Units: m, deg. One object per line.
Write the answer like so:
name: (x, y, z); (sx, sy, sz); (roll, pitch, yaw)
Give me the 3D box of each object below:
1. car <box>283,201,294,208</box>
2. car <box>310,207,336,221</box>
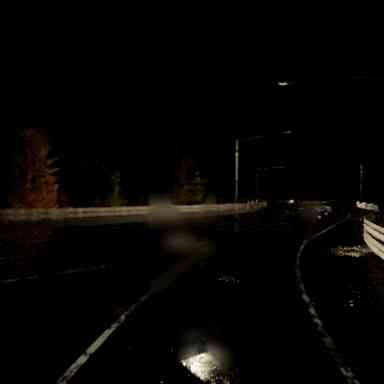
car: (20.566, 2.597, 70.624); (2.128, 1.511, 4.902); (1, -1, 10)
car: (13.414, 2.155, 33.924); (1.895, 1.301, 4.718); (0, -1, 31)
